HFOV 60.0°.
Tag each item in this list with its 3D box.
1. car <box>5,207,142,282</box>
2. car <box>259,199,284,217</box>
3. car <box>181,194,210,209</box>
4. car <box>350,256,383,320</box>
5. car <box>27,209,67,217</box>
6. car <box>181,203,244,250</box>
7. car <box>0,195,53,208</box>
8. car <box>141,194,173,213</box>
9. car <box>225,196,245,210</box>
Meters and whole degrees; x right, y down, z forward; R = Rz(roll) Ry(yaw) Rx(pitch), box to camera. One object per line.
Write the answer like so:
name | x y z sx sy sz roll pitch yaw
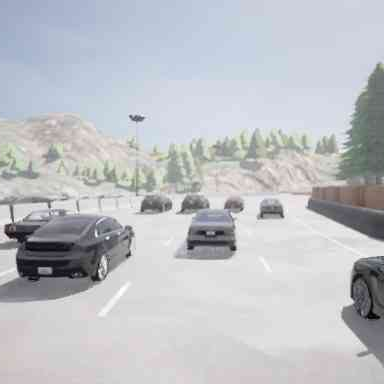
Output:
car | -2.944 1.388 9.445 1.837 1.490 4.892 0 1 4
car | 6.491 1.243 27.270 2.033 1.411 5.357 0 1 12
car | 0.400 0.981 31.987 2.097 1.767 4.553 0 1 12
car | 3.780 1.448 4.246 2.128 1.511 4.902 0 1 2
car | -5.988 1.414 14.889 1.895 1.301 4.718 0 1 6
car | 0.885 1.390 13.593 2.033 1.411 5.357 0 1 6
car | -14.541 1.101 29.828 1.882 1.535 5.008 0 1 11
car | -3.247 0.977 31.681 2.097 1.767 4.553 0 1 12
car | 4.326 1.145 33.497 1.812 1.442 4.674 0 1 13
